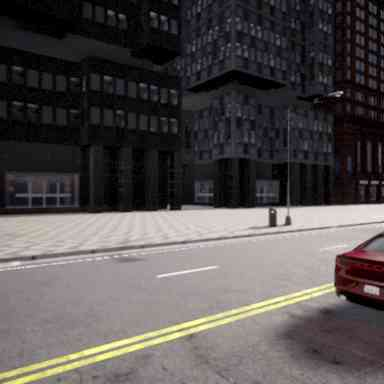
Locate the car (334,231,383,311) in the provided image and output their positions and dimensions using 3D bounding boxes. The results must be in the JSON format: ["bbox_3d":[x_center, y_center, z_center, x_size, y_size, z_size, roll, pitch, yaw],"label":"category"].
[{"bbox_3d":[5.045,1.504,7.042,5.008,1.535,1.882,0,0,-35],"label":"car"}]
